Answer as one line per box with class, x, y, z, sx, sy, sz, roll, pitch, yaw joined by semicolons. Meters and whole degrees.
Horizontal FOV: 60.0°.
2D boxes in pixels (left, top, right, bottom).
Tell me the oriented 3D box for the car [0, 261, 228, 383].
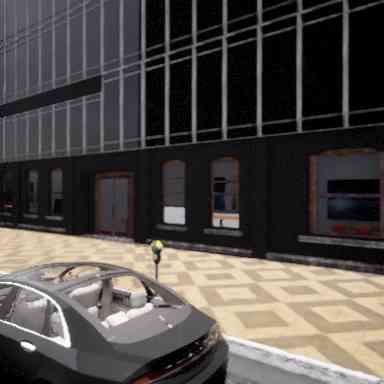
car;-1.689;1.559;4.074;4.403;1.369;2.008;0;0;35
